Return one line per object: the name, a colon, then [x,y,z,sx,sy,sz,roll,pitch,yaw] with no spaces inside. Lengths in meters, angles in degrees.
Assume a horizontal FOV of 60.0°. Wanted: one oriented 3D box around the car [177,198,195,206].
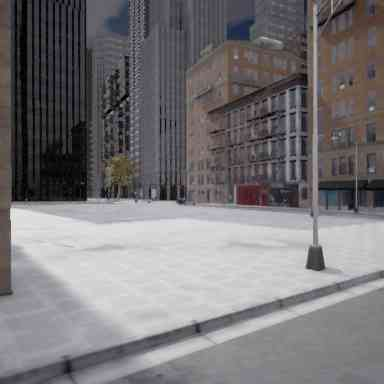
car: [-1.108,1.802,60.459,2.128,1.511,4.902,0,0,-26]
